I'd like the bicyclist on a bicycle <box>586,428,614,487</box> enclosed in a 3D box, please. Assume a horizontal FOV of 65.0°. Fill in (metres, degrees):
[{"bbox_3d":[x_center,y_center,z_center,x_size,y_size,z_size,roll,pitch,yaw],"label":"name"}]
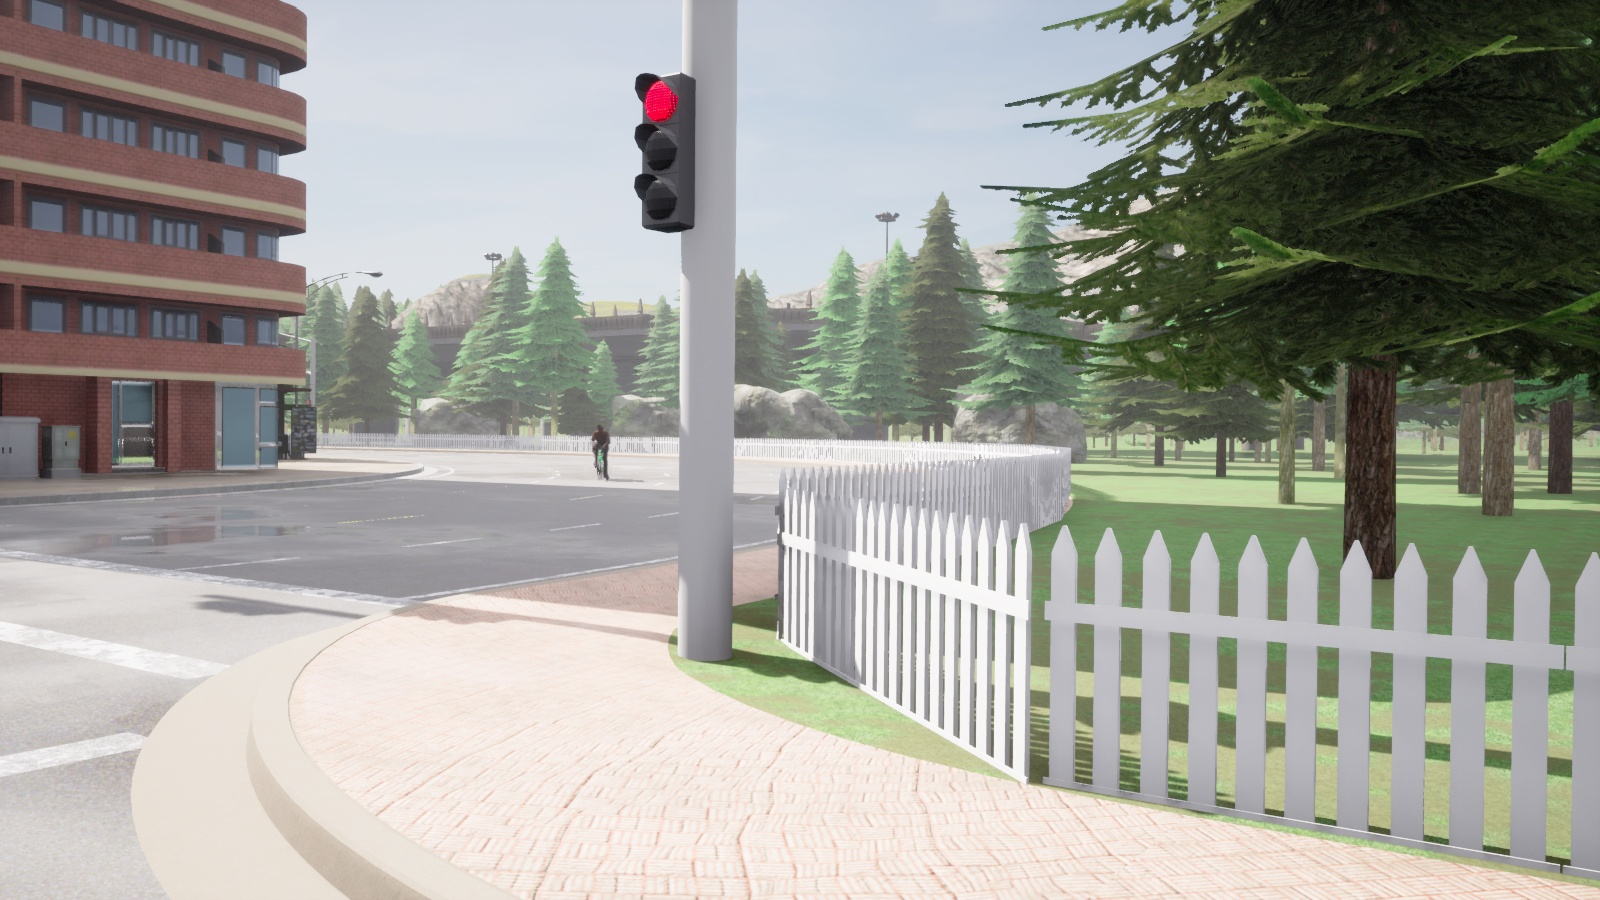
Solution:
[{"bbox_3d":[-5.681,0.192,35.784,0.582,1.620,1.656,-1,1,-3],"label":"bicyclist on a bicycle"}]
